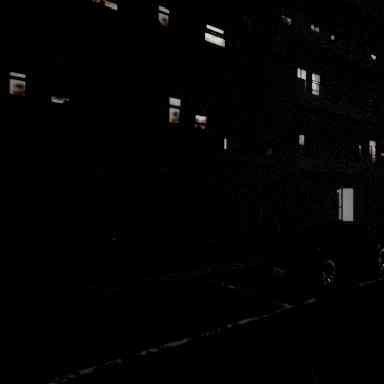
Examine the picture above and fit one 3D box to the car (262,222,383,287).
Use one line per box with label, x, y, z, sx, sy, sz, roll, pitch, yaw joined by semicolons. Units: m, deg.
car;3.884;1.566;9.357;4.313;1.339;1.947;0;0;-36
